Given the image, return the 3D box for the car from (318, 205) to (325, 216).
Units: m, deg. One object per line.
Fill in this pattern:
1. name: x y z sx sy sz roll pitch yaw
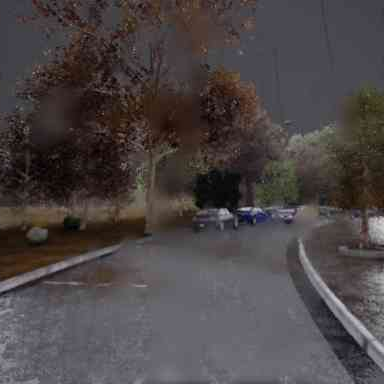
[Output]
1. car: 11.804 2.210 35.787 5.008 1.535 2.097 1 -4 -44

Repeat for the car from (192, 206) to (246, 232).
1. car: 1.624 1.768 22.088 2.231 1.521 4.892 -2 -1 25

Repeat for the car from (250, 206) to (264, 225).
1. car: 7.958 2.048 31.726 2.231 1.521 4.892 -3 -4 38

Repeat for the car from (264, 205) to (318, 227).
1. car: 7.524 1.818 24.925 2.033 1.411 5.357 -3 -3 33

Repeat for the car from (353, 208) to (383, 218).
1. car: 20.015 2.146 37.530 4.674 1.442 1.812 1 -4 -35

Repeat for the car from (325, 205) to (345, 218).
1. car: 16.220 2.328 39.453 4.892 1.521 2.231 1 -4 -35
